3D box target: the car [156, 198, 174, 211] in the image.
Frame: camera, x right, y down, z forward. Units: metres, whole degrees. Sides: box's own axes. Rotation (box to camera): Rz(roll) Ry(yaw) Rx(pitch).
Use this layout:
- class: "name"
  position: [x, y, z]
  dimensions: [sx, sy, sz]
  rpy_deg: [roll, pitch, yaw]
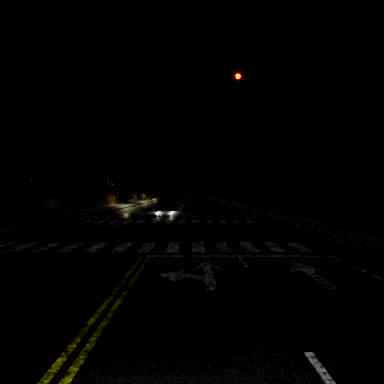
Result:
- class: "car"
  position: [-3.199, 1.511, 40.435]
  dimensions: [1.882, 1.535, 5.008]
  rpy_deg: [0, 1, 0]
